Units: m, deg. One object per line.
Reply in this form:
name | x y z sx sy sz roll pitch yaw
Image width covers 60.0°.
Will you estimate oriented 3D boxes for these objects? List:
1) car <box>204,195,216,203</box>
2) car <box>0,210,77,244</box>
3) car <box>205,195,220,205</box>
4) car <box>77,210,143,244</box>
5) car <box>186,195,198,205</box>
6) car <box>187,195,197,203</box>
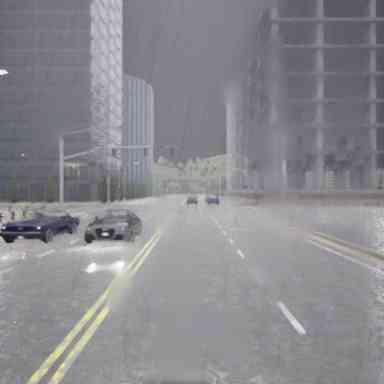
car | 3.523 1.384 66.182 2.033 1.411 5.357 0 0 0
car | -7.019 1.561 15.865 1.895 1.301 4.718 0 0 1
car | 3.544 1.337 55.882 1.882 1.535 5.008 0 0 0
car | -3.523 1.525 15.557 1.994 1.385 4.181 0 0 1
car | 0.018 1.460 56.095 1.895 1.301 4.718 0 0 0
car | 0.023 1.323 66.183 1.837 1.490 4.892 0 0 0
